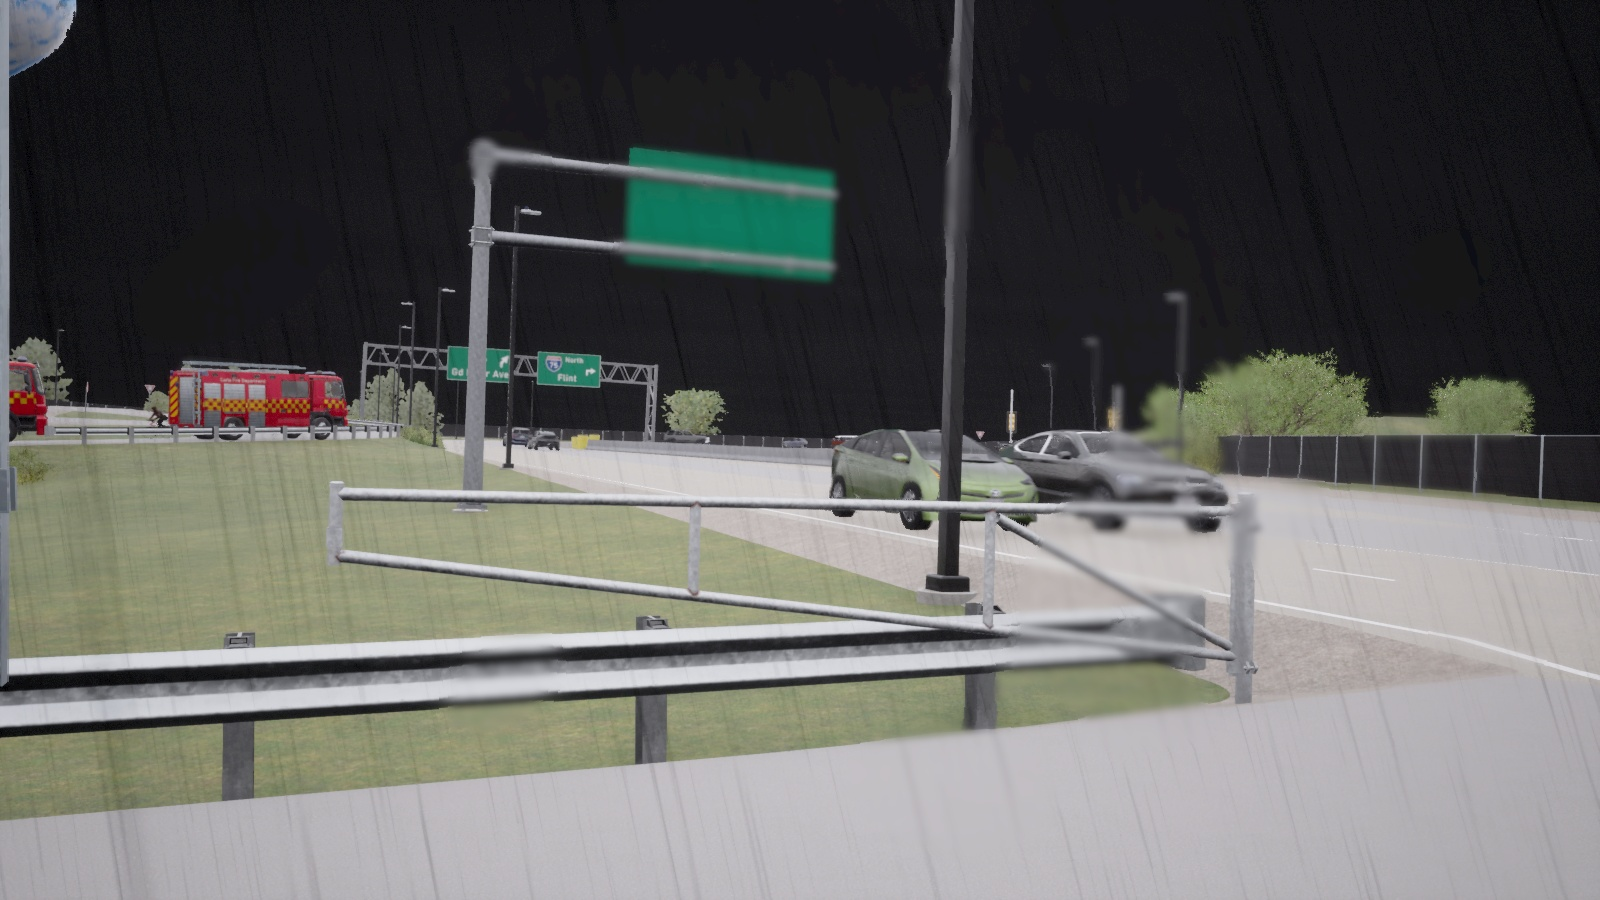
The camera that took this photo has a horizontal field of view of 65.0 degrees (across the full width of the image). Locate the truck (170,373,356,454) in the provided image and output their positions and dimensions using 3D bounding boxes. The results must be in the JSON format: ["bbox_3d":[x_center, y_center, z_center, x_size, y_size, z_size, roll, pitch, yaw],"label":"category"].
[{"bbox_3d":[-27.200,-1.861,64.091,2.891,3.827,8.468,1,2,33],"label":"truck"}]

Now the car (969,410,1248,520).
[{"bbox_3d":[5.078,0.220,21.569,2.152,1.651,5.027,1,0,-21],"label":"car"}]

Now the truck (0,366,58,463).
[{"bbox_3d":[-34.579,-1.393,50.057,8.468,3.827,2.891,-2,3,-30],"label":"truck"}]

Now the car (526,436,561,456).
[{"bbox_3d":[-19.479,-0.305,95.268,1.837,1.490,4.892,1,0,-21],"label":"car"}]

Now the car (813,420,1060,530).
[{"bbox_3d":[1.986,0.341,19.851,2.007,1.525,4.514,1,0,-21],"label":"car"}]
